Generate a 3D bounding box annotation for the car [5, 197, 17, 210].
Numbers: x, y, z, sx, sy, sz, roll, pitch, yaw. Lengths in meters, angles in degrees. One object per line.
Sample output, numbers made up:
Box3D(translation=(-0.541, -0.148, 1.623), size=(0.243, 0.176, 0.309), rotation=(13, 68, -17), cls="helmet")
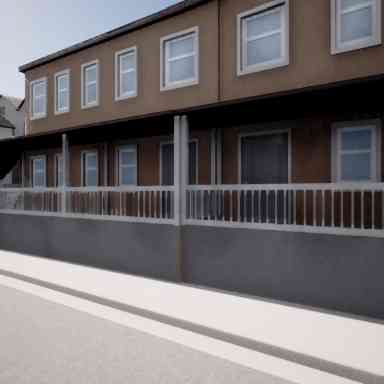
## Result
Box3D(translation=(-14.414, 0.414, 29.778), size=(1.812, 1.442, 4.674), rotation=(0, 20, 35), cls="car")
